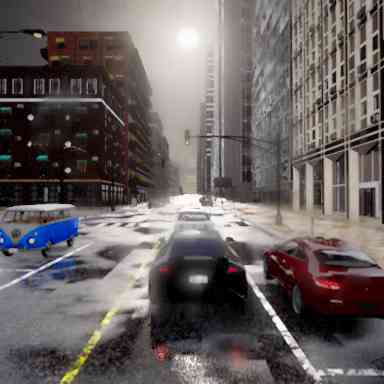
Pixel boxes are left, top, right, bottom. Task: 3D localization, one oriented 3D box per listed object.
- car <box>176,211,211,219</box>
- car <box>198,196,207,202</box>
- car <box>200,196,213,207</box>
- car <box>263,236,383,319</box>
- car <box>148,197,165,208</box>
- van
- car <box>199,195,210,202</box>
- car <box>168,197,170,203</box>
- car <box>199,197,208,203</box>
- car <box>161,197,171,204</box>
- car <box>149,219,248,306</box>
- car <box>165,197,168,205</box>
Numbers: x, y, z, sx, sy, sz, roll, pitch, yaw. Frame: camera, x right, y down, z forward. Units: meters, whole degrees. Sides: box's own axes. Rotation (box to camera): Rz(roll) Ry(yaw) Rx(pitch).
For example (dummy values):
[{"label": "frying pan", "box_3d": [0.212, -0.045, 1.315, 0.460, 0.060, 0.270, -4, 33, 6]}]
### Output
[{"label": "car", "box_3d": [0.097, 1.660, 17.661, 1.895, 1.301, 4.718, 0, 0, 0]}, {"label": "car", "box_3d": [2.711, 1.822, 84.687, 2.008, 1.369, 4.403, 1, 0, 0]}, {"label": "car", "box_3d": [2.707, 1.764, 56.414, 1.802, 1.307, 4.206, 1, 0, 0]}, {"label": "car", "box_3d": [2.701, 1.606, 7.157, 1.802, 1.307, 4.206, 1, 0, 0]}, {"label": "car", "box_3d": [-5.673, 1.716, 50.758, 2.008, 1.369, 4.403, 1, 0, 0]}, {"label": "van", "box_3d": [-5.761, 1.384, 12.843, 1.690, 1.788, 3.998, 1, 0, 0]}, {"label": "car", "box_3d": [2.712, 1.515, 62.070, 2.192, 1.841, 5.009, 1, 0, 0]}, {"label": "car", "box_3d": [-5.672, 1.766, 62.067, 1.947, 1.339, 4.313, 1, 0, 0]}, {"label": "car", "box_3d": [2.710, 1.836, 79.033, 1.802, 1.307, 4.206, 1, 0, 0]}, {"label": "car", "box_3d": [-5.671, 1.818, 73.377, 1.802, 1.307, 4.206, 1, 0, 0]}, {"label": "car", "box_3d": [0.102, 1.591, 8.149, 1.994, 1.385, 4.181, 0, 0, 0]}, {"label": "car", "box_3d": [-5.673, 1.733, 56.413, 2.008, 1.369, 4.403, 1, 0, 0]}]
